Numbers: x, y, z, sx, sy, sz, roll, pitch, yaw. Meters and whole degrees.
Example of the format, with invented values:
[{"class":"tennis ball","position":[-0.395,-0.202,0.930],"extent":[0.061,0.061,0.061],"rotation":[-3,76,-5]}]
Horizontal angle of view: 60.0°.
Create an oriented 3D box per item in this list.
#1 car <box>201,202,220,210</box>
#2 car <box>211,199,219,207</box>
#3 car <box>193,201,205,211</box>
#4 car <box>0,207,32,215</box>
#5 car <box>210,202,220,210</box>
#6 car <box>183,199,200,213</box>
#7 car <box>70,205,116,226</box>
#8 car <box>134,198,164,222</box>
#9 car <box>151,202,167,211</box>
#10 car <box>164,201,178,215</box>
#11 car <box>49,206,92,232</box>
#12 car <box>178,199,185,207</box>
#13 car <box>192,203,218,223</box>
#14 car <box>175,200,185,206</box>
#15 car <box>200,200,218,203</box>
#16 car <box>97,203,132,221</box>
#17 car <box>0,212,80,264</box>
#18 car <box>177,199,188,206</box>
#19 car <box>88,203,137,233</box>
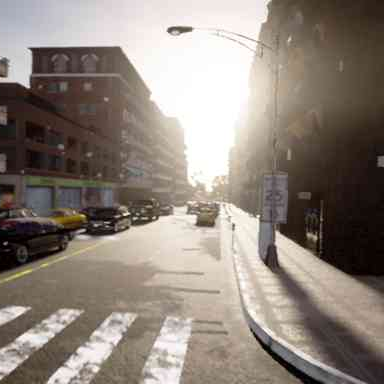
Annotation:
[{"class":"car","position":[2.240,2.273,41.734],"extent":[1.752,1.417,4.829],"rotation":[0,-1,5]},{"class":"car","position":[5.959,2.869,85.596],"extent":[2.192,1.841,5.009],"rotation":[0,-1,5]},{"class":"car","position":[1.263,2.498,60.760],"extent":[1.882,1.535,5.008],"rotation":[2,-1,5]},{"class":"car","position":[-8.471,1.441,14.717],"extent":[1.967,1.590,4.097],"rotation":[1,-1,5]},{"class":"car","position":[4.518,2.708,64.831],"extent":[1.812,1.442,4.674],"rotation":[2,-1,5]},{"class":"car","position":[0.290,2.300,49.237],"extent":[2.128,1.511,4.902],"rotation":[2,-1,4]},{"class":"car","position":[-7.537,1.769,25.721],"extent":[1.947,1.339,4.313],"rotation":[1,-1,5]},{"class":"car","position":[-4.438,1.605,31.317],"extent":[2.150,2.045,5.566],"rotation":[2,-1,5]},{"class":"car","position":[-5.199,2.291,53.237],"extent":[1.802,1.307,4.206],"rotation":[1,-1,5]},{"class":"car","position":[-3.503,2.127,41.928],"extent":[2.033,1.411,5.357],"rotation":[2,-1,5]},{"class":"car","position":[-8.018,1.624,20.049],"extent":[1.752,1.417,4.829],"rotation":[1,-1,5]},{"class":"car","position":[-3.329,2.665,75.252],"extent":[2.008,1.369,4.403],"rotation":[1,-1,5]},{"class":"car","position":[1.262,2.069,30.730],"extent":[1.752,1.417,4.829],"rotation":[0,-1,5]},{"class":"car","position":[-2.862,2.766,80.754],"extent":[2.008,1.369,4.403],"rotation":[1,-1,5]},{"class":"car","position":[2.691,2.160,47.072],"extent":[2.192,1.841,5.009],"rotation":[0,-1,5]},{"class":"car","position":[-7.083,1.826,31.056],"extent":[1.752,1.417,4.829],"rotation":[1,-1,5]},{"class":"car","position":[-6.085,1.631,12.080],"extent":[1.895,1.301,4.718],"rotation":[2,-1,5]},{"class":"car","position":[-2.392,2.631,86.261],"extent":[2.192,1.841,5.009],"rotation":[1,-1,5]},{"class":"car","position":[-5.286,1.707,21.421],"extent":[1.837,1.490,4.892],"rotation":[2,-1,5]}]
